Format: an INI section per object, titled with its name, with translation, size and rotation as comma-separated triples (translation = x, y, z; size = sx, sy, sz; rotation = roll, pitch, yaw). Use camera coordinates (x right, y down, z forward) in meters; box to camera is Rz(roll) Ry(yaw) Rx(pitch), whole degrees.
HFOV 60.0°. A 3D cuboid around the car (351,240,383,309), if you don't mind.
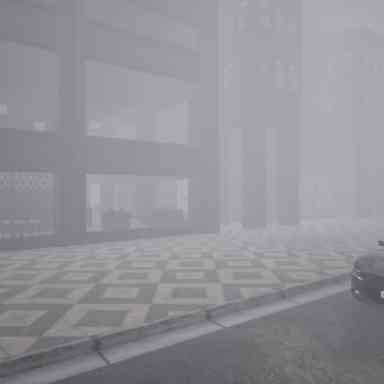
[car]
translation = 5.342, 1.474, 7.049
size = 5.008, 1.535, 1.882
rotation = 0, 0, -35
